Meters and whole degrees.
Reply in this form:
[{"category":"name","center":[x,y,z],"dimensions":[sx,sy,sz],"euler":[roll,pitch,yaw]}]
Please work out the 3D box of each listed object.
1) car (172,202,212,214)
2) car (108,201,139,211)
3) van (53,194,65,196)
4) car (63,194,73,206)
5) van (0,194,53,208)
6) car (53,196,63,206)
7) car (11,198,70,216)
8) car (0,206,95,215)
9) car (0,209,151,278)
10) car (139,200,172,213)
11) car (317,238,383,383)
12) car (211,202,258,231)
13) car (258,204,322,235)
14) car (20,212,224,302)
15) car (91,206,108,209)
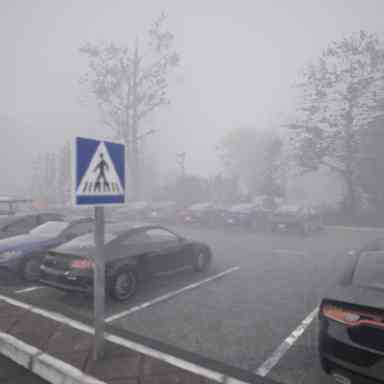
[{"category":"car","center":[1.204,1.410,21.732],"dimensions":[2.097,1.535,5.008],"euler":[0,0,35]},{"category":"car","center":[-3.519,1.405,25.050],"dimensions":[2.097,1.535,5.008],"euler":[0,0,35]},{"category":"van","center":[-12.603,1.168,31.546],"dimensions":[1.878,1.987,4.442],"euler":[0,0,35]},{"category":"car","center":[-8.130,1.274,28.310],"dimensions":[2.185,1.767,4.553],"euler":[0,0,35]},{"category":"van","center":[-8.187,1.183,13.113],"dimensions":[1.878,1.987,4.442],"euler":[0,0,35]},{"category":"car","center":[-10.457,1.397,29.909],"dimensions":[2.097,1.535,5.008],"euler":[0,0,35]},{"category":"car","center":[-14.980,1.392,33.078],"dimensions":[2.231,1.521,4.892],"euler":[0,0,35]},{"category":"car","center":[-5.956,1.442,11.373],"dimensions":[2.163,1.488,4.792],"euler":[0,0,35]},{"category":"car","center":[-3.623,1.455,9.778],"dimensions":[2.002,1.452,4.674],"euler":[0,0,35]},{"category":"car","center":[-1.090,1.437,23.380],"dimensions":[2.163,1.488,4.792],"euler":[0,0,35]},{"category":"car","center":[3.316,1.420,4.910],"dimensions":[2.097,1.535,5.008],"euler":[0,0,35]},{"category":"car","center":[3.517,1.413,20.112],"dimensions":[2.097,1.535,5.008],"euler":[0,0,35]},{"category":"car","center":[5.831,1.417,18.494],"dimensions":[2.231,1.521,4.892],"euler":[0,0,35]},{"category":"car","center":[-1.311,1.457,8.153],"dimensions":[2.002,1.452,4.674],"euler":[0,0,35]},{"category":"car","center":[-5.837,1.402,26.662],"dimensions":[2.097,1.535,5.008],"euler":[0,0,35]}]
